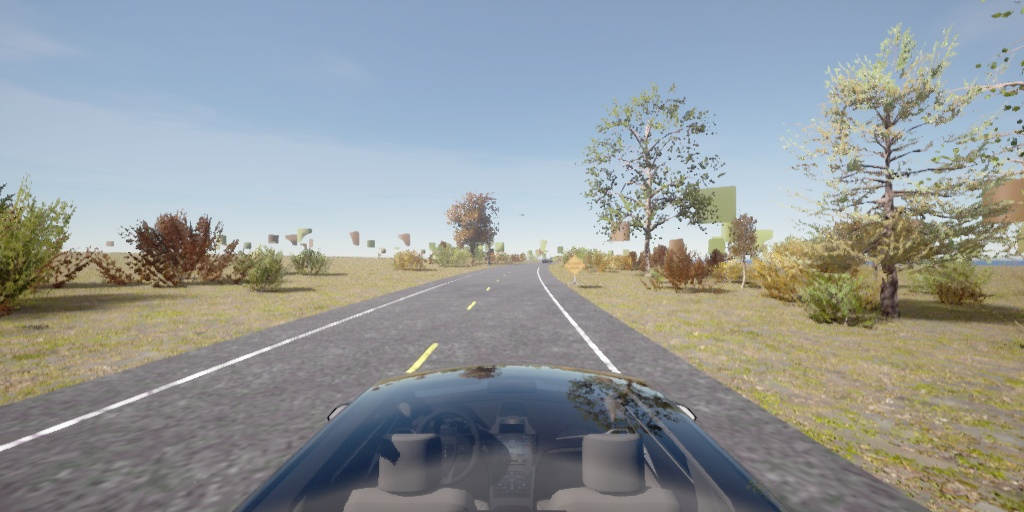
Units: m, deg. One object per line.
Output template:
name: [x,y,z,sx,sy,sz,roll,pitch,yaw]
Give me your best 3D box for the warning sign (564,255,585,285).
warning sign: [3.893,0.860,22.194,1.300,1.860,1.060,0,0,2]
